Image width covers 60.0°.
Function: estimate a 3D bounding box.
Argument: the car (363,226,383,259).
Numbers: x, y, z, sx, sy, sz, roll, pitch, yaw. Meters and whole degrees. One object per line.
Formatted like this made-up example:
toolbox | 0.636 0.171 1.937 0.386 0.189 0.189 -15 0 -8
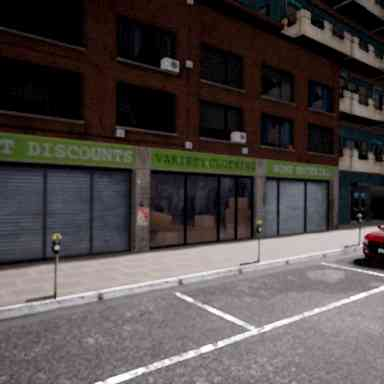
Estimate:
car | 7.704 1.582 11.590 4.507 1.381 1.887 0 0 -36
